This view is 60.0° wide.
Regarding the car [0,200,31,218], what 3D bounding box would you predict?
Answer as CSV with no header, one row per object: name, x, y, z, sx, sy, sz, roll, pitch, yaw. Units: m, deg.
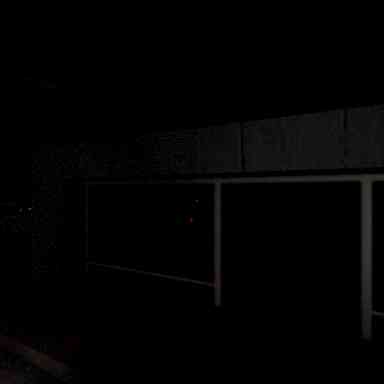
car,-15.210,1.518,30.666,1.837,1.490,4.892,0,0,34
